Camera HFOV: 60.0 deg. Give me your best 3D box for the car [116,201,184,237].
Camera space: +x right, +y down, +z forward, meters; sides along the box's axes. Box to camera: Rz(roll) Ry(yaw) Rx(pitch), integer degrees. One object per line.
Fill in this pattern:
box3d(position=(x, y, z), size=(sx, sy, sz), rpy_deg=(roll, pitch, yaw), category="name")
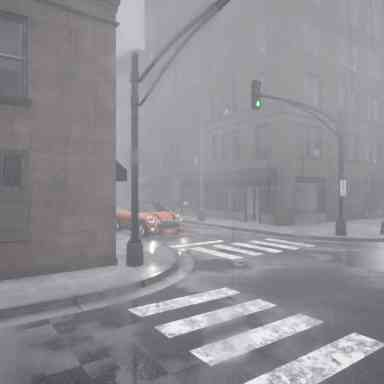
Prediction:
box3d(position=(-2.362, 1.263, 17.521), size=(2.097, 1.767, 4.553), rpy_deg=(0, 0, -35), category="car")
